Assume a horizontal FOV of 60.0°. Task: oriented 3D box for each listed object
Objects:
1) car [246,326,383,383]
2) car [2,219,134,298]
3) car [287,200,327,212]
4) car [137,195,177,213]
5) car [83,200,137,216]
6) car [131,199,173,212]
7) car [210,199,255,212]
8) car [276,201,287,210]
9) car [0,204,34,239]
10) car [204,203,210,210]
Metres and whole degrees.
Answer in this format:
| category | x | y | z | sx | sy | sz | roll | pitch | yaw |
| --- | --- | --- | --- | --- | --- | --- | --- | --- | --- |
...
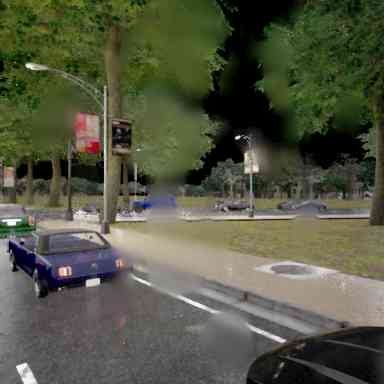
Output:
| category | x | y | z | sx | sy | sz | roll | pitch | yaw |
| --- | --- | --- | --- | --- | --- | --- | --- | --- | --- |
| car | 2.368 | 1.478 | 1.232 | 1.882 | 1.535 | 5.008 | 0 | 0 | -38 |
| car | -3.428 | 1.599 | 8.687 | 1.895 | 1.301 | 4.718 | 0 | 0 | -38 |
| car | 15.229 | 1.770 | 43.283 | 4.674 | 1.442 | 1.812 | 0 | 0 | -14 |
| car | -4.446 | 1.346 | 38.186 | 5.566 | 2.045 | 2.150 | 0 | 0 | -15 |
| car | -8.404 | 1.588 | 33.594 | 4.902 | 1.511 | 2.128 | 0 | 0 | -15 |
| car | -4.971 | 1.616 | 41.405 | 4.902 | 1.511 | 2.128 | 0 | 0 | -14 |
| car | 5.235 | 1.672 | 40.696 | 4.902 | 1.511 | 2.128 | 0 | 0 | -14 |
| car | 13.924 | 1.803 | 46.308 | 4.181 | 1.385 | 1.994 | 0 | 0 | -15 |
| car | -8.941 | 1.349 | 15.787 | 2.097 | 1.767 | 4.553 | 0 | 0 | -38 |
| car | 3.867 | 1.702 | 43.696 | 4.674 | 1.442 | 1.812 | 0 | 0 | -15 |
